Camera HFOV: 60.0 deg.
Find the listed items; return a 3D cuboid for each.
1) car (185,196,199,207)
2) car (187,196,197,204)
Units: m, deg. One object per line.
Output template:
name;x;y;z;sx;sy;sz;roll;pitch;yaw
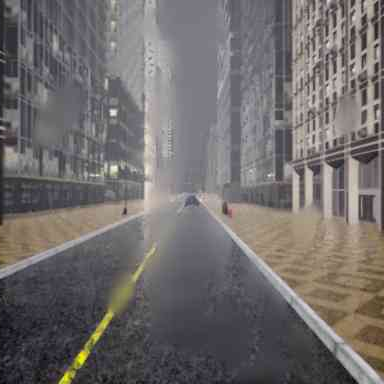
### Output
car;0.009;1.334;52.539;2.097;1.767;4.553;0;0;0
car;0.011;1.476;62.604;1.837;1.490;4.892;0;0;0
